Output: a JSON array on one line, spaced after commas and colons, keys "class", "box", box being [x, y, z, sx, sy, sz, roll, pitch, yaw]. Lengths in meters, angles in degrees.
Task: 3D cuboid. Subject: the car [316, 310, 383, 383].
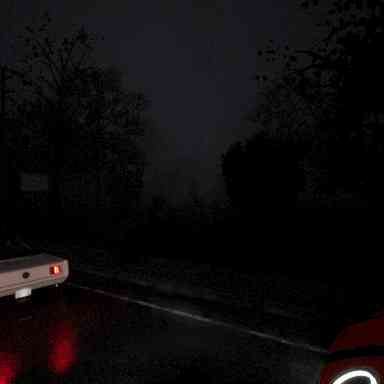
[{"class": "car", "box": [3.066, 1.352, 1.842, 4.553, 1.767, 2.097, 0, 0, 35]}]

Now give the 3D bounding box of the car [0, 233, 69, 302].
[{"class": "car", "box": [-4.960, 1.601, 7.515, 4.718, 1.301, 1.895, 0, 0, 35]}]
